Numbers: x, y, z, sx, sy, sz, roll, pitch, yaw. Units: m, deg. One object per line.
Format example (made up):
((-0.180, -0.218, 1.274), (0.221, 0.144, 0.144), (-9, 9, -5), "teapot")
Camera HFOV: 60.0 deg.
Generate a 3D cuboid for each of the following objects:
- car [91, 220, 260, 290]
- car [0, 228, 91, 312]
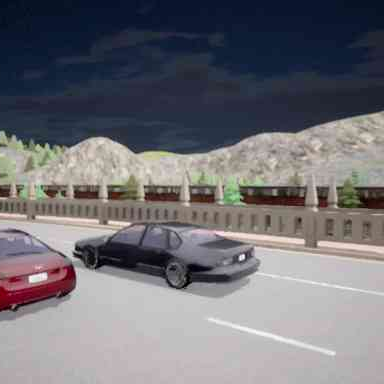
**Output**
((-0.929, 1.485, 8.948), (5.357, 1.411, 2.033), (1, 0, 35), "car")
((-4.389, 1.475, 7.091), (4.181, 1.385, 1.994), (1, 0, 35), "car")
